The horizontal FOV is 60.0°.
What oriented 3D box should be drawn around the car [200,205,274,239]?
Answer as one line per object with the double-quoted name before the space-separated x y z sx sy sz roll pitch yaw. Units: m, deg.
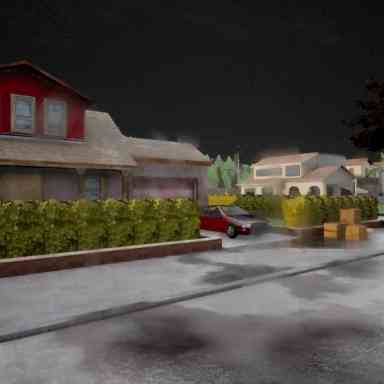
"car" 1.536 1.356 16.530 2.033 1.415 5.357 0 0 -33
